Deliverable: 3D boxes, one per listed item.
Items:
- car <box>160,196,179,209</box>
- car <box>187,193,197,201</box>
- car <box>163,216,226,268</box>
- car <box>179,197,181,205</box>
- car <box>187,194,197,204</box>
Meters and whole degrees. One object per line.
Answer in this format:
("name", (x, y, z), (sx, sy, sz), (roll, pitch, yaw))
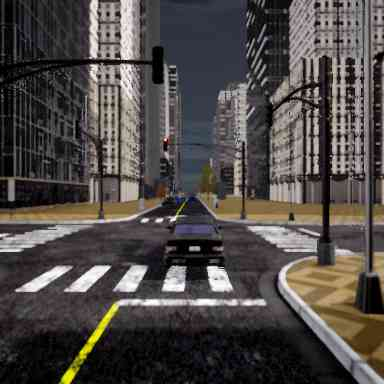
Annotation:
("car", (-3.081, 1.476, 44.175), (1.837, 1.490, 4.892), (0, 0, 0))
("car", (0.010, 1.135, 74.078), (2.097, 1.767, 4.553), (0, 0, 0))
("car", (0.081, 1.532, 11.235), (2.033, 1.411, 5.357), (0, 0, 0))
("car", (-3.038, 1.437, 59.794), (1.882, 1.535, 5.008), (0, 0, 1))
("car", (0.010, 1.482, 64.103), (1.812, 1.442, 4.674), (0, 0, 0))
